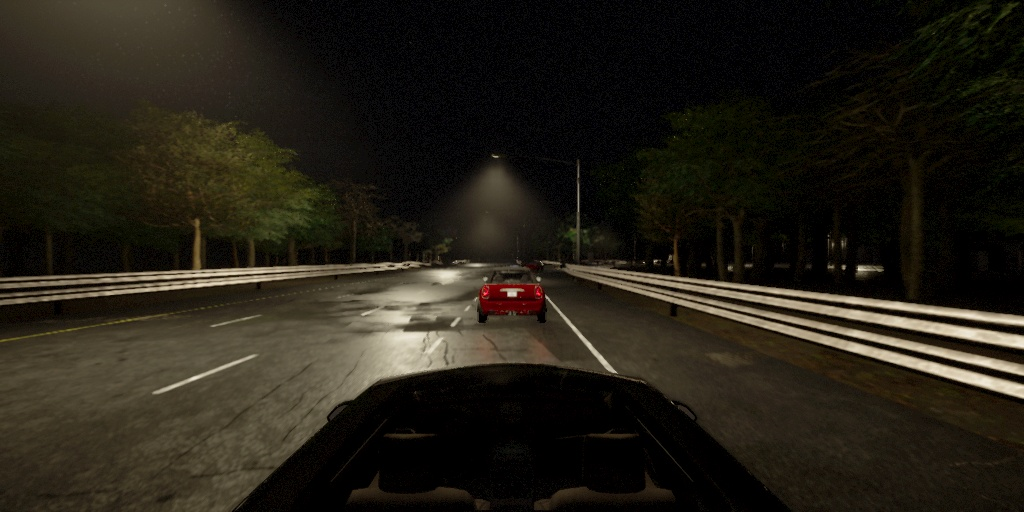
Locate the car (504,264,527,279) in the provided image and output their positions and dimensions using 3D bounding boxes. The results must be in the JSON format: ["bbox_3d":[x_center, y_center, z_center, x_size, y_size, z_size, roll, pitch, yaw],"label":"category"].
[{"bbox_3d":[0.445,1.508,35.778,1.994,1.385,4.181,0,0,5],"label":"car"}]

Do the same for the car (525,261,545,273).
[{"bbox_3d":[3.361,1.512,51.455,1.882,1.535,5.008,0,0,16],"label":"car"}]

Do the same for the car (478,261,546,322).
[{"bbox_3d":[0.002,1.165,12.762,2.097,1.767,4.553,0,0,0],"label":"car"}]
